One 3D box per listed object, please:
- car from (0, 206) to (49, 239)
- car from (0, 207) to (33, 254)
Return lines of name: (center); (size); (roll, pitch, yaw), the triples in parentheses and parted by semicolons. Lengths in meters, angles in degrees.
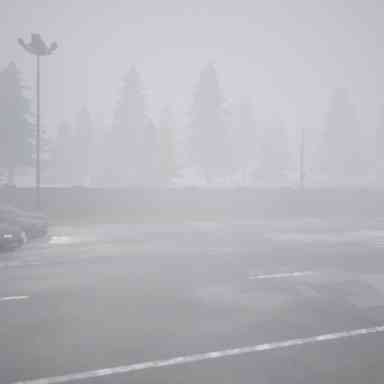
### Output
car: (-8.580, 1.496, 14.490); (4.181, 1.385, 1.994); (0, 0, -18)
car: (-8.192, 1.435, 10.941); (4.902, 1.511, 2.128); (0, 0, -18)
